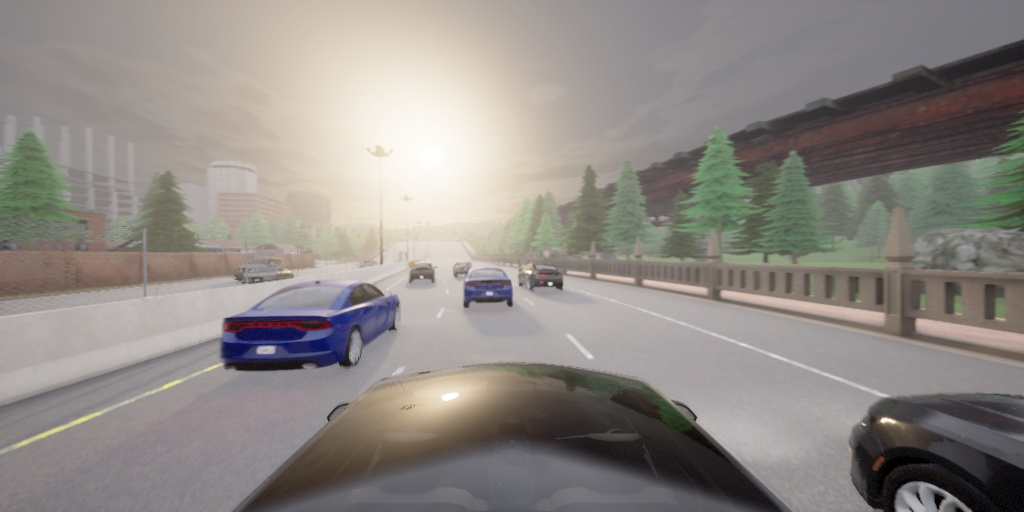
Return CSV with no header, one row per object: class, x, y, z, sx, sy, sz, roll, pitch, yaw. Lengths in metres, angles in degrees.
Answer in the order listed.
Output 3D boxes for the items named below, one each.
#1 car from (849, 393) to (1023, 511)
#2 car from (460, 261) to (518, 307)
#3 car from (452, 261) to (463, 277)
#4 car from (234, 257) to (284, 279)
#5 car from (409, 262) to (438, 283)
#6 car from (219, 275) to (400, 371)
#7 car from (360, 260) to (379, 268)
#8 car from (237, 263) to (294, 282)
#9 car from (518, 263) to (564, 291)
car,3.353,1.219,0.572,1.837,1.490,4.892,0,1,1
car,-1.125,1.178,15.287,1.882,1.535,5.008,-1,0,-7
car,-4.600,1.205,34.013,2.033,1.411,5.357,-1,0,-12
car,-22.246,1.114,31.989,2.150,2.045,5.566,-1,0,-12
car,-6.971,1.221,28.124,1.837,1.490,4.892,-1,1,-11
car,-3.873,1.248,7.881,1.882,1.535,5.008,-1,1,-4
car,-17.842,1.262,45.270,2.128,1.511,4.902,-1,0,-12
car,-17.406,1.421,25.889,1.994,1.385,4.181,-1,0,-12
car,1.553,1.148,20.832,1.837,1.490,4.892,0,1,-10
